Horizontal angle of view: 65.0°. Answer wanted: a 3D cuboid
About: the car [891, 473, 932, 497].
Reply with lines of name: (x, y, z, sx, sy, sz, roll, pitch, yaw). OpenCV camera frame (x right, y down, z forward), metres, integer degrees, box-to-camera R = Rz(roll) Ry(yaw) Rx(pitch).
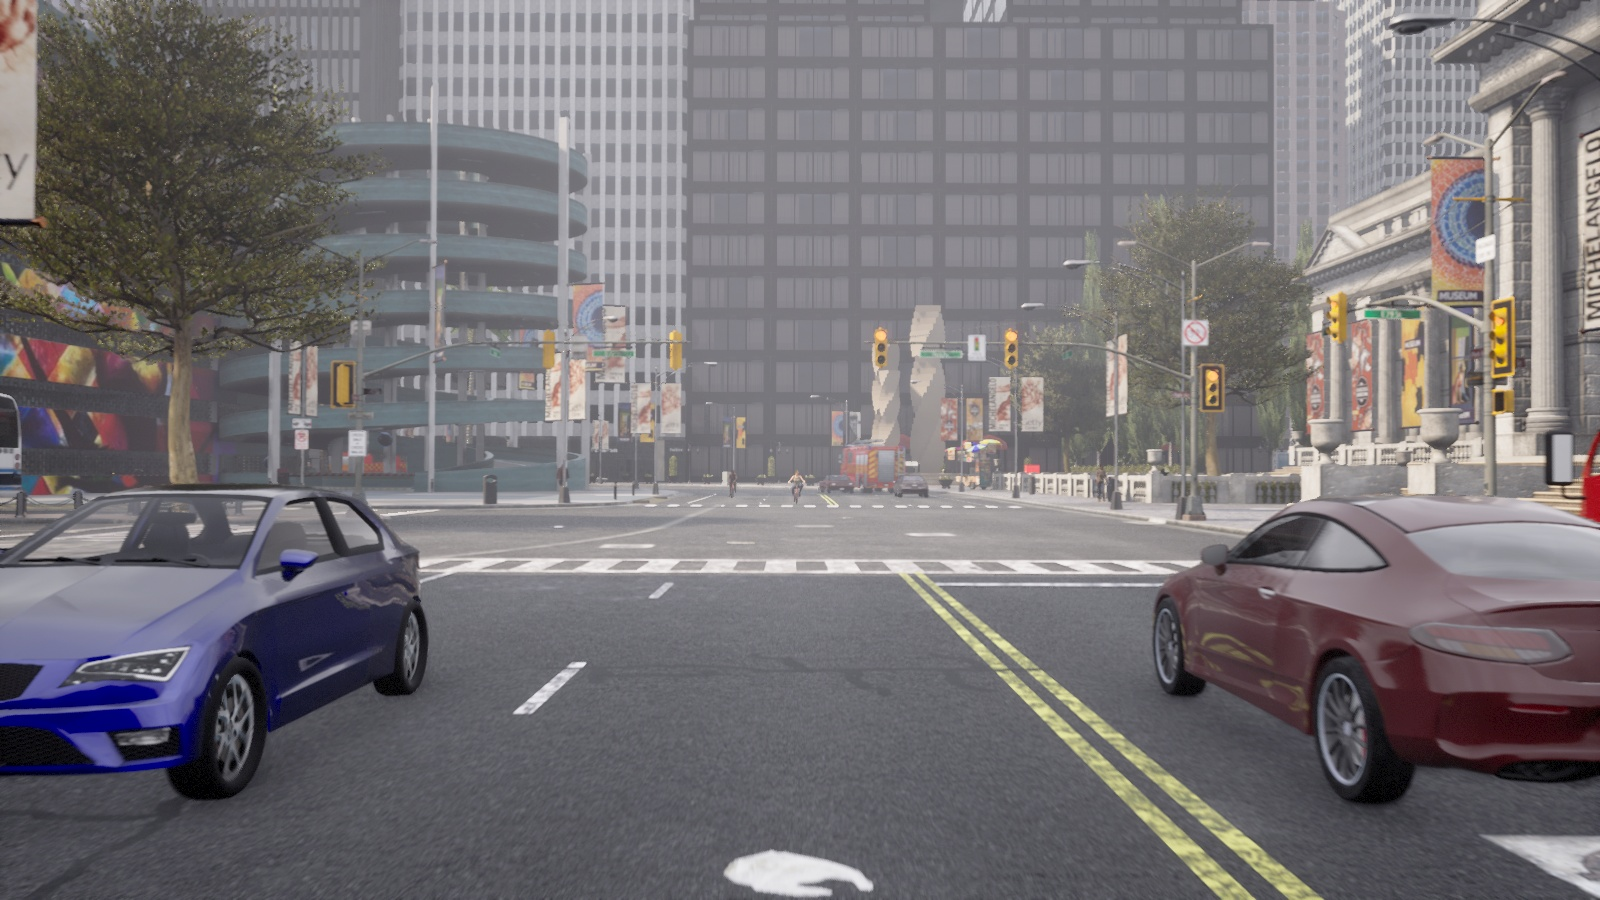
car: (6.773, 2.122, 76.902, 2.033, 1.411, 5.357, 0, -1, 0)

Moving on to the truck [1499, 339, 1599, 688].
truck: (6.983, 0.430, 7.541, 2.627, 2.467, 5.204, 0, -1, 0)

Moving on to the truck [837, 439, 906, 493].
truck: (5.173, 1.182, 92.759, 2.891, 3.827, 8.468, 0, -1, -12)

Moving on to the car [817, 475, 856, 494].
car: (2.539, 2.386, 88.488, 1.895, 1.301, 4.718, 0, -1, -9)

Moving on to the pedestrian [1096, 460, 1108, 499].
pedestrian: (14.088, 1.396, 58.611, 0.328, 1.805, 0.869, 0, -1, 0)

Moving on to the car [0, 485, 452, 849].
car: (-3.518, 0.965, 7.344, 1.816, 1.474, 4.193, 0, -1, 0)

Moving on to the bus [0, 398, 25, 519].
bus: (-33.508, 0.317, 44.486, 10.273, 4.253, 3.944, 0, -1, 11)

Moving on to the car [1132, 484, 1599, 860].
car: (3.482, 0.950, 7.357, 1.812, 1.442, 4.674, 0, -1, 0)
